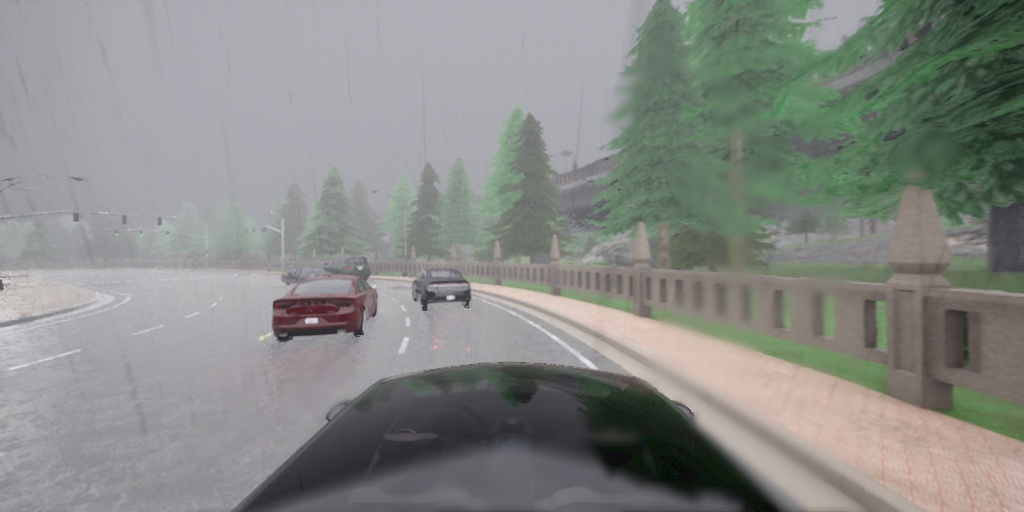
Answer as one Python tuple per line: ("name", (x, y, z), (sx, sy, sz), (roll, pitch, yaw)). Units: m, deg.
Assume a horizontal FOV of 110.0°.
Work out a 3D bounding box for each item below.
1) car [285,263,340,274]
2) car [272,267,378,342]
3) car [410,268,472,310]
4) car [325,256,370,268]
("car", (-14.696, 1.414, 25.675), (5.357, 1.411, 2.033), (-1, 0, 41))
("car", (-5.008, 1.267, 10.218), (1.882, 1.535, 5.008), (0, 0, -15))
("car", (-3.028, 1.249, 14.806), (2.128, 1.511, 4.902), (-1, 0, -21))
("car", (-13.736, 1.070, 29.305), (5.566, 2.045, 2.150), (-1, 0, 40))
